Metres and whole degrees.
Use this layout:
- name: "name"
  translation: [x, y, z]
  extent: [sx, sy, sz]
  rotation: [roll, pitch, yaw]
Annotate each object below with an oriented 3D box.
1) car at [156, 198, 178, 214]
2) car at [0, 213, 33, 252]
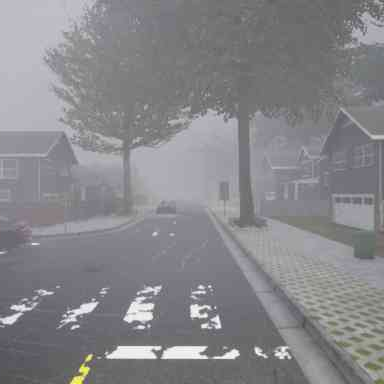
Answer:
- name: "car"
  translation: [-2.552, 1.527, 34.496]
  extent: [1.994, 1.385, 4.181]
  rotation: [0, 0, 0]
- name: "car"
  translation: [-8.720, 1.541, 12.559]
  extent: [4.892, 1.490, 1.837]
  rotation: [0, 6, -12]
